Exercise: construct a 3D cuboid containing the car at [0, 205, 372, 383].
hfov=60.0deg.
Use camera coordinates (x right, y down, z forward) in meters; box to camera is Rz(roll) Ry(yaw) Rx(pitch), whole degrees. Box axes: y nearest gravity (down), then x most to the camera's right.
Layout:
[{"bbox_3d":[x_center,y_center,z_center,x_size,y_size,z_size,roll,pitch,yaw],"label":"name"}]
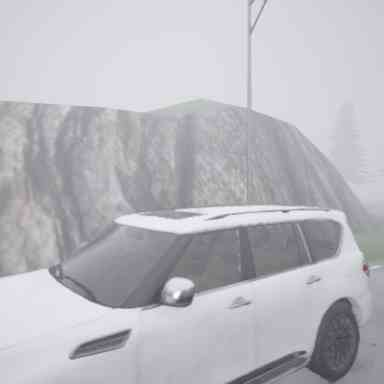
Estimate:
[{"bbox_3d":[-0.084,1.221,3.919,5.566,2.045,2.150,0,0,-36],"label":"car"}]
